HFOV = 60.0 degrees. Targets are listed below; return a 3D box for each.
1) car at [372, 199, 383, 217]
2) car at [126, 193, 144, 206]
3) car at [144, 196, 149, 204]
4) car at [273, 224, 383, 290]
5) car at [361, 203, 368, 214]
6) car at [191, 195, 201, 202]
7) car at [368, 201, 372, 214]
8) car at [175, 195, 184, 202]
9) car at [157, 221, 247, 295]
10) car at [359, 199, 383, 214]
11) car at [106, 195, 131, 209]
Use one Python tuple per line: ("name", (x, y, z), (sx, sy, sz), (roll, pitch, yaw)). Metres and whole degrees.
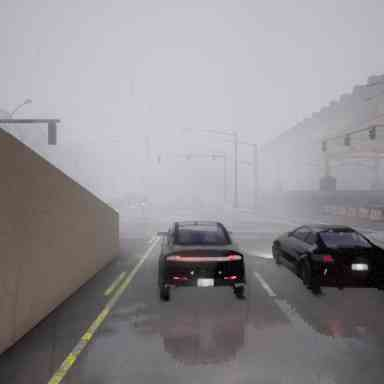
("car", (17.477, 1.295, 26.737), (1.853, 1.218, 4.536), (0, 0, -35))
("car", (-10.082, 1.221, 55.913), (2.150, 2.045, 5.566), (0, 0, 2))
("car", (-9.771, 1.564, 65.885), (1.994, 1.385, 4.181), (0, 0, 2))
("car", (3.579, 1.564, 9.077), (1.994, 1.385, 4.181), (0, 0, 0))
("car", (17.553, 1.453, 31.386), (4.974, 1.542, 2.038), (0, 0, -45))
("car", (0.865, 1.355, 69.934), (2.033, 1.411, 5.357), (0, 0, 1))
("car", (17.447, 1.453, 26.779), (2.038, 1.542, 4.974), (0, 0, -35))
("car", (-2.634, 1.355, 70.023), (2.033, 1.411, 5.357), (0, 0, 1))
("car", (0.130, 1.492, 8.707), (2.128, 1.511, 4.902), (0, 0, -3))
("car", (17.590, 1.295, 31.423), (4.536, 1.218, 1.853), (0, 0, -45))
("car", (-10.343, 1.547, 45.982), (2.033, 1.411, 5.357), (0, 0, 2))
